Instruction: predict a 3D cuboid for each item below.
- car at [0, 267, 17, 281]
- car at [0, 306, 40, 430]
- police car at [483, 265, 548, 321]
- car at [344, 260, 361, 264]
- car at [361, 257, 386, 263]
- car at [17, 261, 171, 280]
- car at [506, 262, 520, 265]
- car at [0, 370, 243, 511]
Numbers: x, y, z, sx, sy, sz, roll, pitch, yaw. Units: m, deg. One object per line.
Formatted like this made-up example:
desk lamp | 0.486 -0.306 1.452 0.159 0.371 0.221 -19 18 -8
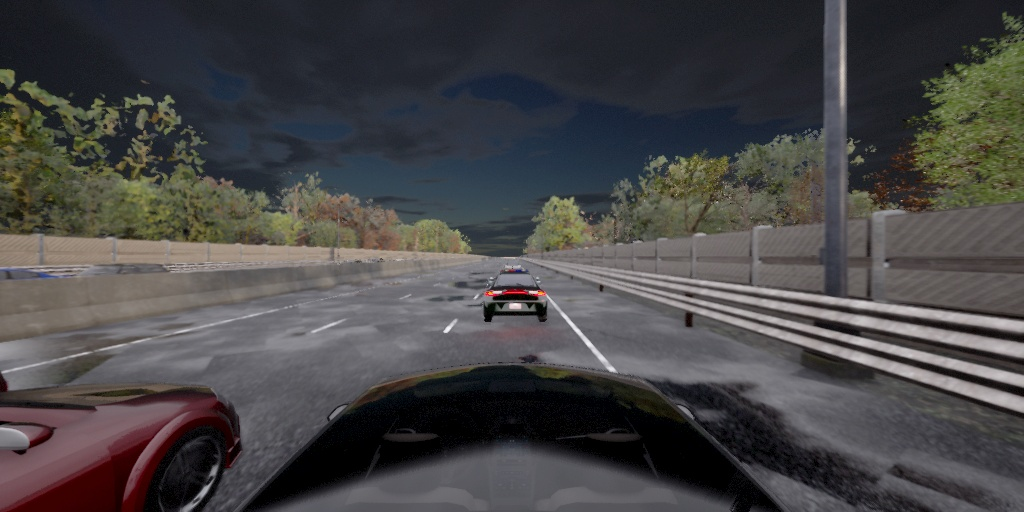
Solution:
car | -21.097 1.232 14.238 1.882 1.535 5.008 0 0 0
car | -6.900 1.314 2.392 1.994 1.385 4.181 0 0 0
police car | 0.101 1.258 12.650 2.038 1.542 4.974 0 0 0
car | -24.489 1.332 55.308 1.837 1.490 4.892 0 0 0
car | -20.989 0.922 55.310 1.837 1.490 4.892 0 0 0
car | -17.596 1.107 15.840 2.097 1.767 4.553 0 0 0
car | 0.108 1.365 44.308 1.895 1.301 4.718 0 0 0
car | -3.400 1.314 1.464 1.994 1.385 4.181 0 0 0
